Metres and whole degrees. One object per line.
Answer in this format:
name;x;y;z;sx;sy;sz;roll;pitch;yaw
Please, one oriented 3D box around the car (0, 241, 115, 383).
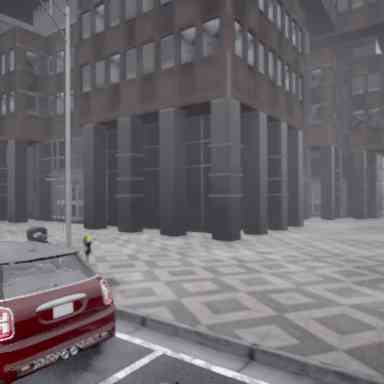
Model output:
car;-3.158;1.494;5.219;4.097;1.590;1.967;-1;0;36
